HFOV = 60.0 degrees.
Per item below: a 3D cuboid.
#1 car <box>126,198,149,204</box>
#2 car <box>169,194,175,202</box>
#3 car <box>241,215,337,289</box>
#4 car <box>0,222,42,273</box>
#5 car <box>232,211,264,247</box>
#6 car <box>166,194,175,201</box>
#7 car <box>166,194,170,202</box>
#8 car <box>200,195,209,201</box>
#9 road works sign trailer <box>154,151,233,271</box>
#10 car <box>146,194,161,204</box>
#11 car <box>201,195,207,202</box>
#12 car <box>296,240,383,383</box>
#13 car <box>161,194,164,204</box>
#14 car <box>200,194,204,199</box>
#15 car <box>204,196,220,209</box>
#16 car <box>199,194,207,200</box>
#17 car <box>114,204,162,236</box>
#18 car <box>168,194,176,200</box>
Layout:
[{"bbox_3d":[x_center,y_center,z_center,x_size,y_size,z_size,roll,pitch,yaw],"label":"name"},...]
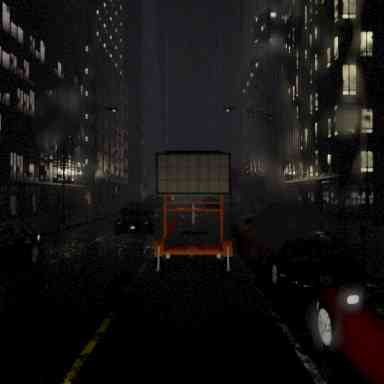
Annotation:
[{"bbox_3d":[-5.553,1.519,31.690,1.887,1.381,4.507,0,0,0],"label":"car"},{"bbox_3d":[-5.386,1.208,71.420,2.192,1.841,5.009,1,0,0],"label":"car"},{"bbox_3d":[2.732,1.548,8.945,2.008,1.369,4.403,0,0,0],"label":"car"},{"bbox_3d":[-5.648,1.548,8.987,2.008,1.369,4.403,0,0,0],"label":"car"},{"bbox_3d":[2.757,1.518,14.791,1.752,1.417,4.829,0,0,0],"label":"car"},{"bbox_3d":[-5.340,1.298,82.771,1.967,1.590,4.097,1,0,0],"label":"car"},{"bbox_3d":[-5.436,1.504,60.068,1.802,1.307,4.206,1,0,0],"label":"car"},{"bbox_3d":[3.040,1.424,82.718,1.947,1.339,4.313,1,0,0],"label":"car"},{"bbox_3d":[0.045,0.460,10.867,2.380,3.560,2.880,0,0,0],"label":"road works sign trailer"},{"bbox_3d":[-5.505,1.396,43.042,1.967,1.590,4.097,0,0,0],"label":"car"},{"bbox_3d":[2.921,1.516,54.344,1.802,1.307,4.206,1,0,0],"label":"car"},{"bbox_3d":[2.709,1.544,3.271,1.887,1.381,4.507,0,0,0],"label":"car"},{"bbox_3d":[-5.481,1.261,48.718,2.192,1.841,5.009,0,0,0],"label":"car"},{"bbox_3d":[2.945,1.504,60.019,1.802,1.307,4.206,1,0,0],"label":"car"},{"bbox_3d":[2.874,1.522,42.996,1.947,1.339,4.313,0,0,0],"label":"car"},{"bbox_3d":[3.087,1.365,94.068,1.887,1.381,4.507,1,0,0],"label":"car"},{"bbox_3d":[-2.926,1.554,18.314,1.994,1.385,4.181,0,0,0],"label":"car"},{"bbox_3d":[-5.317,1.366,88.277,1.752,1.417,4.829,1,0,0],"label":"car"}]
